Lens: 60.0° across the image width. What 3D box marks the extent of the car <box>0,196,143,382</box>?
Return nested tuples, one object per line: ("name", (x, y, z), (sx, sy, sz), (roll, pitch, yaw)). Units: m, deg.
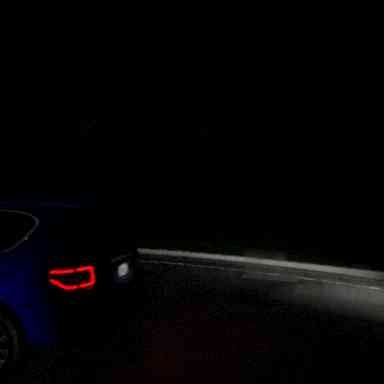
("car", (-3.520, 1.072, 5.062), (5.566, 2.045, 2.150), (1, 0, 14))
